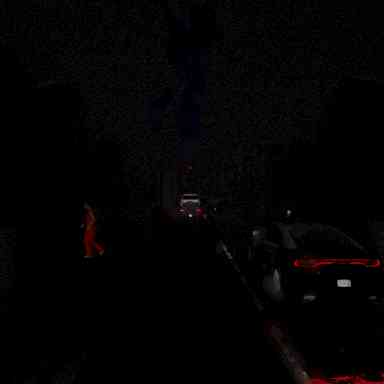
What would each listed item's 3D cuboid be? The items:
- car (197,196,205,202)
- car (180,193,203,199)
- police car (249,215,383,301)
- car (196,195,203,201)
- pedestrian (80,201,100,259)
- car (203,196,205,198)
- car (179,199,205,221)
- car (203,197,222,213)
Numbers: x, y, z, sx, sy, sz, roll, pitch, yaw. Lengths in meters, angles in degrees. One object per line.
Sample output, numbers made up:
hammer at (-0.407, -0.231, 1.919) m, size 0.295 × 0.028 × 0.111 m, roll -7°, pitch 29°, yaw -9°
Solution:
car at (2.151, 1.614, 80.729) m, size 1.802 × 1.307 × 4.206 m, roll -1°, pitch 0°, yaw 0°
car at (-0.183, 1.222, 36.840) m, size 2.150 × 2.045 × 5.566 m, roll 0°, pitch 0°, yaw 0°
police car at (2.701, 1.423, 8.519) m, size 1.930 × 1.638 × 5.238 m, roll 0°, pitch 0°, yaw 0°
car at (2.085, 1.587, 91.794) m, size 1.887 × 1.381 × 4.507 m, roll -1°, pitch 0°, yaw 0°
pedestrian at (-3.190, 1.139, 10.436) m, size 0.375 × 1.860 × 0.375 m, roll -1°, pitch 1°, yaw -10°
car at (2.215, 1.568, 69.664) m, size 1.887 × 1.381 × 4.507 m, roll -1°, pitch 0°, yaw 0°
car at (-0.102, 1.524, 27.089) m, size 1.812 × 1.442 × 4.674 m, roll 0°, pitch 0°, yaw 0°
car at (2.405, 1.552, 37.220) m, size 2.008 × 1.369 × 4.403 m, roll -1°, pitch 0°, yaw 0°
